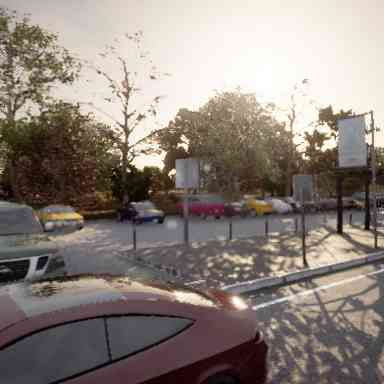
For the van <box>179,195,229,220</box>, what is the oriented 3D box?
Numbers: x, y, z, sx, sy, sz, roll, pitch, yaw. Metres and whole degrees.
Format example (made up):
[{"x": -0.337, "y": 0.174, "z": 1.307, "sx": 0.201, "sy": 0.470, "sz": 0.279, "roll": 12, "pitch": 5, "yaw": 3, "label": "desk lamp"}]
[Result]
[{"x": 0.645, "y": 1.209, "z": 27.303, "sx": 1.878, "sy": 1.987, "sz": 4.442, "roll": 0, "pitch": 0, "yaw": -36, "label": "van"}]

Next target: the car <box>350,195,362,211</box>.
[{"x": 16.498, "y": 1.406, "z": 38.536, "sx": 2.163, "sy": 1.488, "sz": 4.792, "roll": 0, "pitch": 0, "yaw": -36, "label": "car"}]

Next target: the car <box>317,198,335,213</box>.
[{"x": 11.998, "y": 1.392, "z": 35.288, "sx": 2.097, "sy": 1.535, "sz": 5.008, "roll": 0, "pitch": 0, "yaw": -36, "label": "car"}]

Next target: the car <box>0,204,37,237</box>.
[{"x": -10.590, "y": 1.510, "z": 19.158, "sx": 2.163, "sy": 1.488, "sz": 4.792, "roll": 0, "pitch": 0, "yaw": -36, "label": "car"}]

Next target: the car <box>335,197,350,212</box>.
[{"x": 14.262, "y": 1.385, "z": 36.893, "sx": 2.231, "sy": 1.521, "sz": 4.892, "roll": 0, "pitch": 0, "yaw": -36, "label": "car"}]

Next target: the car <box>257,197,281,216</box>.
[{"x": 5.232, "y": 1.416, "z": 30.435, "sx": 2.097, "sy": 1.535, "sz": 5.008, "roll": 0, "pitch": 0, "yaw": -36, "label": "car"}]

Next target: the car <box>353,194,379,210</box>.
[{"x": 18.880, "y": 1.366, "z": 39.975, "sx": 1.946, "sy": 1.575, "sz": 5.366, "roll": 0, "pitch": 0, "yaw": -36, "label": "car"}]

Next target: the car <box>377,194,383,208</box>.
[{"x": 21.013, "y": 1.392, "z": 41.766, "sx": 2.163, "sy": 1.488, "sz": 4.792, "roll": 0, "pitch": 0, "yaw": -36, "label": "car"}]

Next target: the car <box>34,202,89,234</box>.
[{"x": -8.208, "y": 1.468, "z": 20.598, "sx": 1.946, "sy": 1.575, "sz": 5.366, "roll": 0, "pitch": 0, "yaw": -36, "label": "car"}]

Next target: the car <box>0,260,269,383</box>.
[{"x": -1.356, "y": 1.525, "z": 2.718, "sx": 4.674, "sy": 1.442, "sz": 1.812, "roll": 0, "pitch": 0, "yaw": -36, "label": "car"}]

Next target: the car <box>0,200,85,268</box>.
[{"x": -4.497, "y": 1.234, "z": 7.364, "sx": 2.435, "sy": 2.045, "sz": 5.566, "roll": 0, "pitch": 0, "yaw": -36, "label": "car"}]

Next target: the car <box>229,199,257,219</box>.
[{"x": 2.972, "y": 1.466, "z": 28.820, "sx": 2.002, "sy": 1.452, "sz": 4.674, "roll": 0, "pitch": 0, "yaw": -36, "label": "car"}]

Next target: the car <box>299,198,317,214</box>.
[{"x": 9.725, "y": 1.274, "z": 33.694, "sx": 2.185, "sy": 1.767, "sz": 4.553, "roll": 0, "pitch": 0, "yaw": -36, "label": "car"}]

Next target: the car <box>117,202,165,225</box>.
[{"x": -3.784, "y": 1.482, "z": 23.956, "sx": 2.163, "sy": 1.488, "sz": 4.792, "roll": 0, "pitch": 0, "yaw": -36, "label": "car"}]

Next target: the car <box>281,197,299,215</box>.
[{"x": 7.488, "y": 1.448, "z": 32.052, "sx": 2.002, "sy": 1.452, "sz": 4.674, "roll": 0, "pitch": 0, "yaw": -36, "label": "car"}]
